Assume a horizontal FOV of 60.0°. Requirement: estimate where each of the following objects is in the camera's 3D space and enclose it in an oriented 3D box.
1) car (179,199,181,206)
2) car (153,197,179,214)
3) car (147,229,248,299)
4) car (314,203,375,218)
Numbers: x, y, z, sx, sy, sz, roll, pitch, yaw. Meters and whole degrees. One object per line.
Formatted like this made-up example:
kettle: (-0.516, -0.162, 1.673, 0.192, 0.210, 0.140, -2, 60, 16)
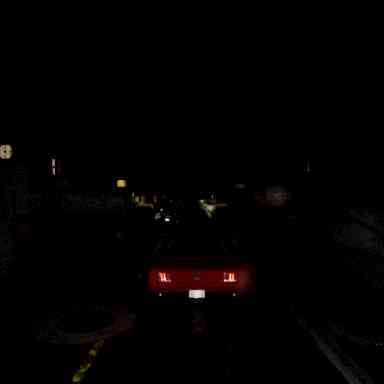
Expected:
car: (-2.844, 1.547, 44.925, 1.812, 1.442, 4.674, 0, 0, 0)
car: (-2.901, 1.493, 34.898, 2.128, 1.511, 4.902, 0, 0, 2)
car: (0.100, 1.593, 8.362, 1.895, 1.301, 4.718, 0, 0, 0)
car: (11.791, 1.466, 24.560, 5.357, 1.411, 2.033, 0, 3, 2)
